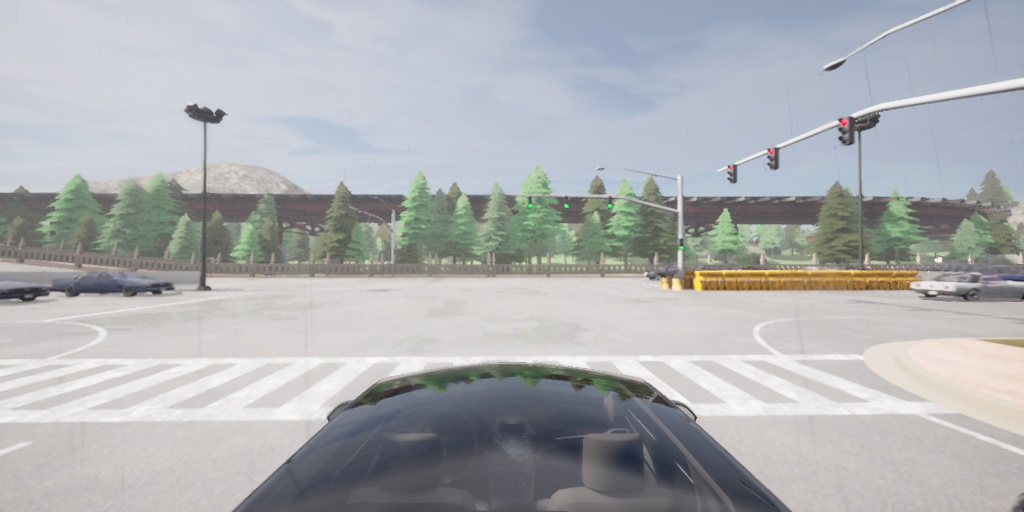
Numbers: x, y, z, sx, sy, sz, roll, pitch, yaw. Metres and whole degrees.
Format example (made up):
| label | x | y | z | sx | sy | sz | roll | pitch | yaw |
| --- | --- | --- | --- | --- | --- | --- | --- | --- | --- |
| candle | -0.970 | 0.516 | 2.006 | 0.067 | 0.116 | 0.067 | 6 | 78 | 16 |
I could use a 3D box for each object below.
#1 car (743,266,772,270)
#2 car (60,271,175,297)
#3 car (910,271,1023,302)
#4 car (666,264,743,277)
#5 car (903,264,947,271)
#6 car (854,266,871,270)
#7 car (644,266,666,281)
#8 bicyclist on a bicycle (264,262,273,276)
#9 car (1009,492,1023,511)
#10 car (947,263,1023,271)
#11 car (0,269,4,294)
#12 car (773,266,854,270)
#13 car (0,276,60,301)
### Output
| label | x | y | z | sx | sy | sz | roll | pitch | yaw |
| --- | --- | --- | --- | --- | --- | --- | --- | --- | --- |
| car | 20.525 | 1.639 | 32.107 | 4.892 | 1.490 | 1.837 | 0 | -1 | -2 |
| car | -22.280 | 1.522 | 20.081 | 5.357 | 1.411 | 2.033 | 0 | -1 | -2 |
| car | 23.250 | 1.557 | 17.984 | 4.718 | 1.301 | 1.895 | 0 | -1 | -2 |
| car | 15.189 | 1.440 | 28.442 | 4.553 | 1.767 | 2.097 | 0 | -1 | -2 |
| car | 33.225 | 1.600 | 28.993 | 4.892 | 1.490 | 1.837 | 0 | -1 | -2 |
| car | 30.023 | 1.629 | 32.397 | 4.902 | 1.511 | 2.128 | 0 | -1 | -2 |
| car | 15.583 | 1.667 | 35.455 | 4.902 | 1.511 | 2.128 | 0 | -1 | -2 |
| bicyclist on a bicycle | -28.444 | 1.547 | 41.887 | 0.582 | 1.620 | 1.656 | 0 | 0 | -2 |
| car | 3.623 | 1.294 | 0.123 | 1.994 | 1.385 | 4.181 | 0 | -1 | 1 |
| car | 29.991 | 1.355 | 21.695 | 4.553 | 1.767 | 2.097 | 0 | -1 | -2 |
| car | -31.925 | 1.397 | 19.791 | 4.892 | 1.490 | 1.837 | 2 | -1 | -2 |
| car | 24.018 | 1.617 | 28.695 | 4.674 | 1.442 | 1.812 | 0 | -1 | -2 |
| car | -24.982 | 1.474 | 16.497 | 5.357 | 1.411 | 2.033 | 0 | -1 | -2 |
